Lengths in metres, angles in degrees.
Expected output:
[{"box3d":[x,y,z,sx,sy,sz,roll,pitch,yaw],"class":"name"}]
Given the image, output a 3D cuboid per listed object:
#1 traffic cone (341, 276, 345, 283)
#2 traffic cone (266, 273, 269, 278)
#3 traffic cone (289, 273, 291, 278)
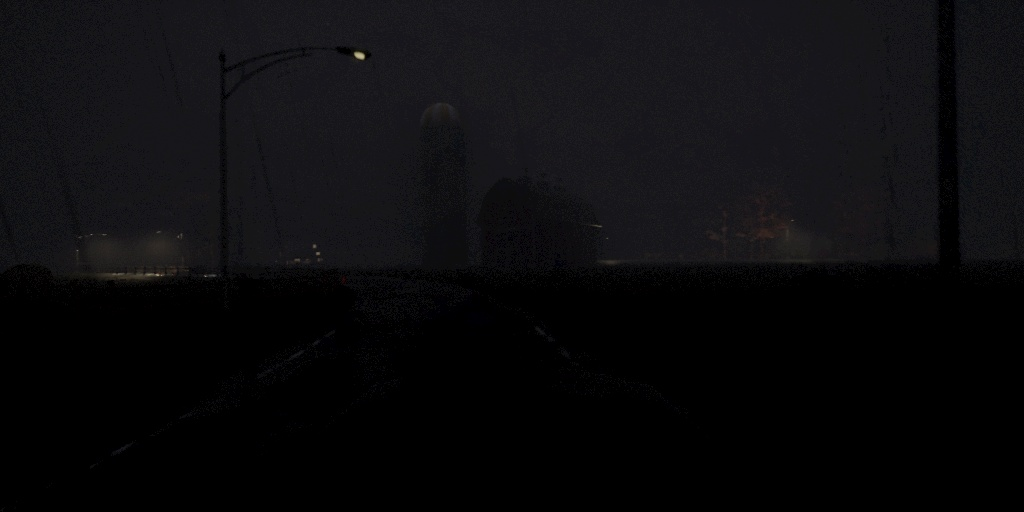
[{"box3d":[-14.672,2.017,31.253,0.340,0.580,0.340,0,0,-40],"class":"traffic cone"},{"box3d":[-29.341,2.300,43.149,0.340,0.580,0.340,0,0,28],"class":"traffic cone"},{"box3d":[-25.246,2.222,40.740,0.340,0.580,0.340,0,0,33],"class":"traffic cone"}]
